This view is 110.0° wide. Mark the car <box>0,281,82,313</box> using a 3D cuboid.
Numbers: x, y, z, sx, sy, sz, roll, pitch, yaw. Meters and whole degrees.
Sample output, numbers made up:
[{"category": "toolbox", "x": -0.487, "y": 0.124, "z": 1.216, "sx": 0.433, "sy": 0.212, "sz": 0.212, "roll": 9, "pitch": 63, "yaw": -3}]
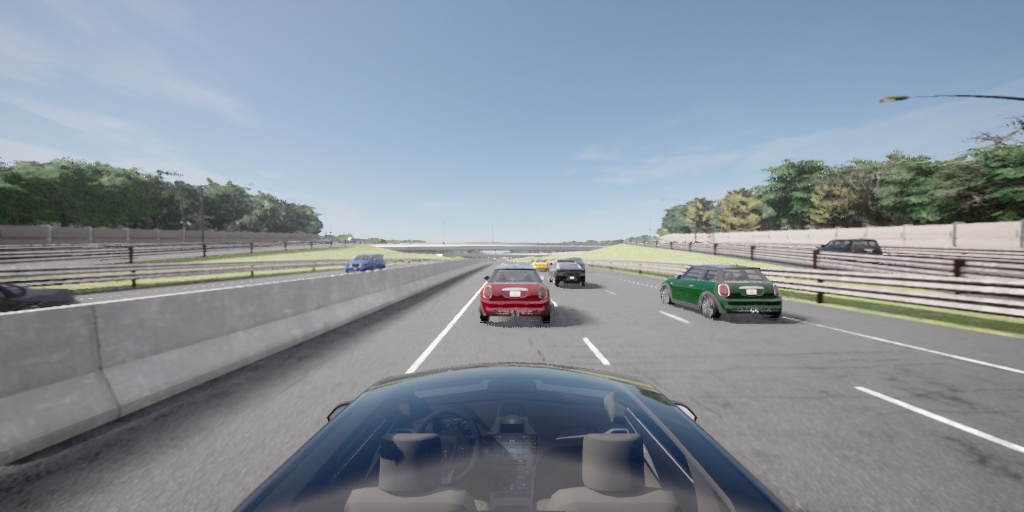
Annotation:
[{"category": "car", "x": -14.105, "y": 1.285, "z": 8.503, "sx": 2.033, "sy": 1.411, "sz": 5.357, "roll": 0, "pitch": 0, "yaw": 0}]

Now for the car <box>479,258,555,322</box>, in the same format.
[{"category": "car", "x": 0.086, "y": 1.071, "z": 12.236, "sx": 2.097, "sy": 1.767, "sz": 4.553, "roll": 0, "pitch": 0, "yaw": 0}]

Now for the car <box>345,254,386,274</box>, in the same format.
[{"category": "car", "x": -14.190, "y": 0.805, "z": 35.171, "sx": 2.150, "sy": 2.045, "sz": 5.566, "roll": 0, "pitch": 0, "yaw": 0}]

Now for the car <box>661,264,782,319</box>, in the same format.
[{"category": "car", "x": 7.085, "y": 1.067, "z": 12.726, "sx": 2.097, "sy": 1.767, "sz": 4.553, "roll": 0, "pitch": 0, "yaw": 0}]

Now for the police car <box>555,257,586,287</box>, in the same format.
[{"category": "police car", "x": 3.548, "y": 1.071, "z": 23.845, "sx": 1.930, "sy": 1.638, "sz": 5.238, "roll": 0, "pitch": 0, "yaw": 0}]

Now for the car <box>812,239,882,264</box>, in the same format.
[{"category": "car", "x": 26.583, "y": -0.361, "z": 28.637, "sx": 2.150, "sy": 2.045, "sz": 5.566, "roll": 0, "pitch": 3, "yaw": 14}]

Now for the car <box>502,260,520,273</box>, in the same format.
[{"category": "car", "x": -0.146, "y": 1.167, "z": 40.376, "sx": 1.895, "sy": 1.301, "sz": 4.718, "roll": 0, "pitch": 0, "yaw": 0}]

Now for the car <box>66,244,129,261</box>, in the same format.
[{"category": "car", "x": -39.400, "y": -0.403, "z": 34.217, "sx": 2.128, "sy": 1.511, "sz": 4.902, "roll": 0, "pitch": 3, "yaw": -12}]
